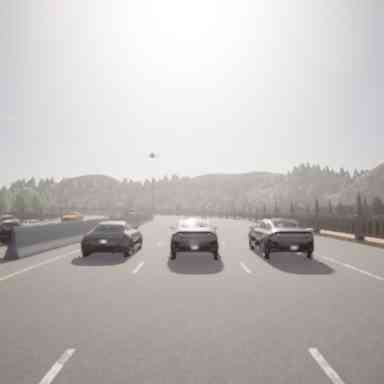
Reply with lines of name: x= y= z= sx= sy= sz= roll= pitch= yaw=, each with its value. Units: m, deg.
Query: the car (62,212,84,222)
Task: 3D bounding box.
car: x=-17.601 y=3.726 z=49.410 sx=1.882 sy=1.535 sz=5.008 roll=0 pitch=-3 yaw=0

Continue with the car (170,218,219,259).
car: x=0.092 y=1.874 z=14.151 sx=2.128 sy=1.511 sz=4.902 roll=0 pitch=-3 yaw=0

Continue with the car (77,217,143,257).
car: x=-3.409 y=1.980 z=14.803 sx=1.994 sy=1.385 sz=4.181 roll=0 pitch=-3 yaw=0

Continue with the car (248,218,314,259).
car: x=3.591 y=1.873 z=14.123 sx=2.128 sy=1.511 sz=4.902 roll=0 pitch=-3 yaw=0

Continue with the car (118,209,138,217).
car: x=-10.665 y=3.867 z=56.925 sx=2.150 sy=2.045 sz=5.566 roll=0 pitch=-3 yaw=-1

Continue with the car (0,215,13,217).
car: x=-14.108 y=2.388 z=23.863 sx=2.128 sy=1.511 sz=4.902 roll=0 pitch=-3 yaw=0

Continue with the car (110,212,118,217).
car: x=-14.658 y=4.573 z=64.268 sx=1.837 sy=1.490 sz=4.892 roll=1 pitch=-3 yaw=-6

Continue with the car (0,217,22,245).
car: x=-10.609 y=2.096 z=16.276 sx=1.895 sy=1.301 sz=4.718 roll=0 pitch=-3 yaw=0
